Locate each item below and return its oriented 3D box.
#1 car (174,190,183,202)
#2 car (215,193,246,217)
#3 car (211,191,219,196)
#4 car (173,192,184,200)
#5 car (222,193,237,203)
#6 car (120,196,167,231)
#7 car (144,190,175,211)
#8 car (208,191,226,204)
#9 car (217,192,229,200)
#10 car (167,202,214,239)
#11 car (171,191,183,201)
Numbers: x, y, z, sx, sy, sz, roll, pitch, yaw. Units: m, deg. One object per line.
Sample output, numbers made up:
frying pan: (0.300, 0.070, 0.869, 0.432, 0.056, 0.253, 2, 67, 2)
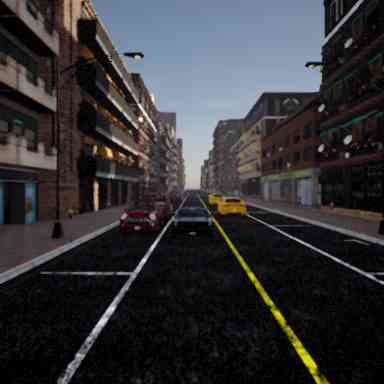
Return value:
car: (-2.559, 0.619, 51.955, 2.192, 1.841, 5.009, 0, 1, 0)
car: (3.102, 1.129, 26.518, 1.882, 1.535, 5.008, 0, 1, 1)
car: (5.906, 0.411, 85.747, 2.008, 1.369, 4.403, 0, 1, 0)
car: (-2.532, 0.698, 63.230, 1.887, 1.381, 4.507, 0, 1, 0)
car: (5.820, 0.838, 52.103, 1.752, 1.417, 4.829, 0, 1, 0)
car: (-2.646, 1.195, 18.142, 1.967, 1.590, 4.097, 0, 1, 0)
car: (-2.631, 0.995, 23.776, 2.192, 1.841, 5.009, 0, 1, 0)
car: (3.147, 0.920, 42.216, 1.882, 1.535, 5.008, 0, 1, 1)
car: (5.848, 0.709, 63.205, 1.887, 1.381, 4.507, 0, 1, 0)
car: (0.037, 1.388, 15.984, 1.895, 1.301, 4.718, 0, 1, 0)
car: (-2.546, 0.669, 57.592, 1.967, 1.590, 4.097, 0, 1, 0)
